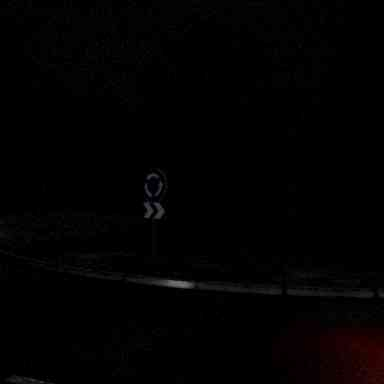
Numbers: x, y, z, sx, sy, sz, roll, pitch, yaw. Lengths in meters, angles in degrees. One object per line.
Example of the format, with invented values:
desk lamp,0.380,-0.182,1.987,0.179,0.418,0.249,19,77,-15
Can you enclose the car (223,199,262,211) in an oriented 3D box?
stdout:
car,6.101,1.592,40.694,4.892,1.490,1.837,0,-2,8
